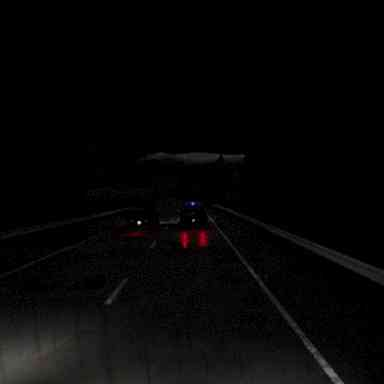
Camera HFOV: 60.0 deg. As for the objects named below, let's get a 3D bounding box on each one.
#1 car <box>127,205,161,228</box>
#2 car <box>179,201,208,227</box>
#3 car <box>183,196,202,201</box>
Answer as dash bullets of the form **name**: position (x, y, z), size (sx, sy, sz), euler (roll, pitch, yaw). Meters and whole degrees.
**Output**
- **car**: position (-3.391, 1.701, 23.799), size (1.837, 1.490, 4.892), euler (0, 0, 0)
- **car**: position (0.109, 1.690, 24.350), size (2.128, 1.511, 4.902), euler (0, 0, 0)
- **car**: position (0.076, 1.556, 41.273), size (2.150, 2.045, 5.566), euler (0, -1, 0)
